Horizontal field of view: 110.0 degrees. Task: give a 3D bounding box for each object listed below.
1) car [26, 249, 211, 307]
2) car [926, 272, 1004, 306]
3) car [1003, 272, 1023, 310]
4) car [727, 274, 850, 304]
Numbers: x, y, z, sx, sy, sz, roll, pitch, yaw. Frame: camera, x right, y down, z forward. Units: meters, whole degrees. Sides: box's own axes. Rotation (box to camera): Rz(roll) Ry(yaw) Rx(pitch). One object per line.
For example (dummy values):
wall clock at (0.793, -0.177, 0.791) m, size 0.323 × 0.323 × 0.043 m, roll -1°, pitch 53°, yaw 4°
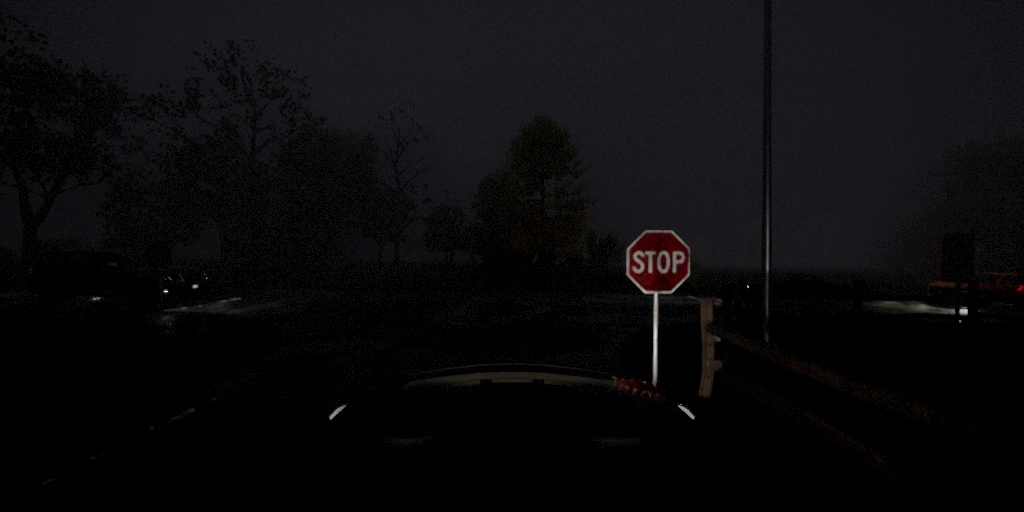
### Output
car at (-14.952, 0.763, 13.812) m, size 5.566 × 2.045 × 2.150 m, roll 1°, pitch 1°, yaw 0°
car at (22.689, 1.499, 16.913) m, size 5.008 × 1.535 × 1.882 m, roll 1°, pitch 1°, yaw 0°
car at (22.961, 1.432, 13.969) m, size 4.553 × 1.767 × 2.097 m, roll 1°, pitch 1°, yaw 0°
car at (12.789, 1.480, 16.907) m, size 4.718 × 1.301 × 1.895 m, roll 1°, pitch 1°, yaw 0°
